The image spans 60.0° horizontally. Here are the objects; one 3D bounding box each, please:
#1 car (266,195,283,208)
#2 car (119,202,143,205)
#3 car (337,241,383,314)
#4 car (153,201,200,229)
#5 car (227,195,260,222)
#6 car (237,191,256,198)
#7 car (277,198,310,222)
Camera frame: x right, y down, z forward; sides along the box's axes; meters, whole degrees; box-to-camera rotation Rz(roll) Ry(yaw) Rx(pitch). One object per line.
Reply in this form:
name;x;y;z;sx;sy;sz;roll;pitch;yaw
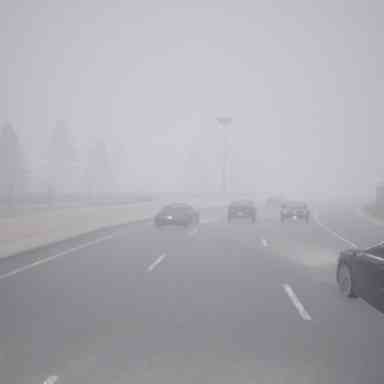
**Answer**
car;10.295;1.131;40.496;1.812;1.442;4.674;0;1;26
car;-6.181;1.117;38.582;2.033;1.411;5.357;0;1;22
car;3.951;1.447;5.316;2.128;1.511;4.902;0;1;4
car;-0.791;1.346;20.231;1.994;1.385;4.181;0;1;12
car;3.770;1.235;23.961;1.882;1.535;5.008;0;1;15
car;12.042;0.475;73.462;1.837;1.490;4.892;1;1;41
car;7.401;1.370;24.029;1.895;1.301;4.718;0;1;17
